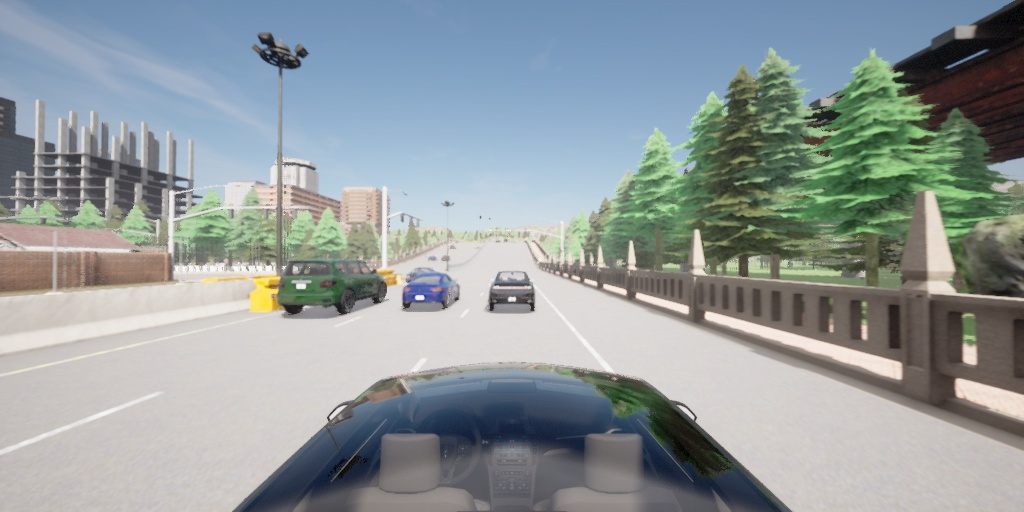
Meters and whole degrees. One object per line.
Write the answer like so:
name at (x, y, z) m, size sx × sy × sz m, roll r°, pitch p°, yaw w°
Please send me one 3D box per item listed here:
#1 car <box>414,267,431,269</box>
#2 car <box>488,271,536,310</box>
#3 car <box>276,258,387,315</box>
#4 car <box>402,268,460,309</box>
car at (-7.003, 1.596, 28.621) m, size 2.033 × 1.411 × 5.357 m, roll 0°, pitch -1°, yaw 0°
car at (0.016, 1.396, 15.507) m, size 2.128 × 1.511 × 4.902 m, roll 0°, pitch 0°, yaw 0°
car at (-6.993, 1.117, 14.583) m, size 2.150 × 2.045 × 5.566 m, roll 0°, pitch 0°, yaw 0°
car at (-3.478, 1.433, 15.906) m, size 1.812 × 1.442 × 4.674 m, roll 0°, pitch 0°, yaw 1°
